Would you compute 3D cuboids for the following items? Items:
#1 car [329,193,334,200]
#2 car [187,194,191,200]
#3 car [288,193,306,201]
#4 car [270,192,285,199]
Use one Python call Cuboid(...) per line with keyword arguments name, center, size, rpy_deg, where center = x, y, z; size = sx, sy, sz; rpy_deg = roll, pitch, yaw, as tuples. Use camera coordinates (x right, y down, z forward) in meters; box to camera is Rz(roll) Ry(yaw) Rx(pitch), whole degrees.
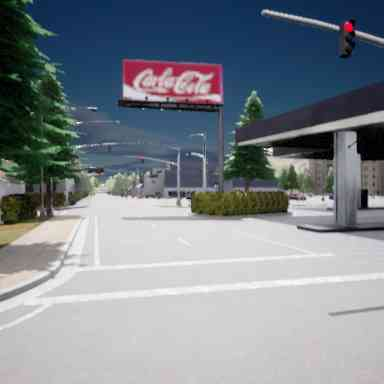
Cuboid(name="car", center=(31.367, 1.053, 71.784), size=(1.845, 1.501, 3.633), rpy_deg=(0, 0, -17))
Cuboid(name="car", center=(0.135, 1.151, 73.845), size=(2.007, 1.523, 4.514), rpy_deg=(0, 0, -17))
Cuboid(name="car", center=(21.766, 1.078, 69.013), size=(2.007, 1.523, 4.514), rpy_deg=(0, 0, -17))
Cuboid(name="car", center=(22.683, 0.818, 88.568), size=(1.932, 1.855, 4.605), rpy_deg=(0, 0, -17))
